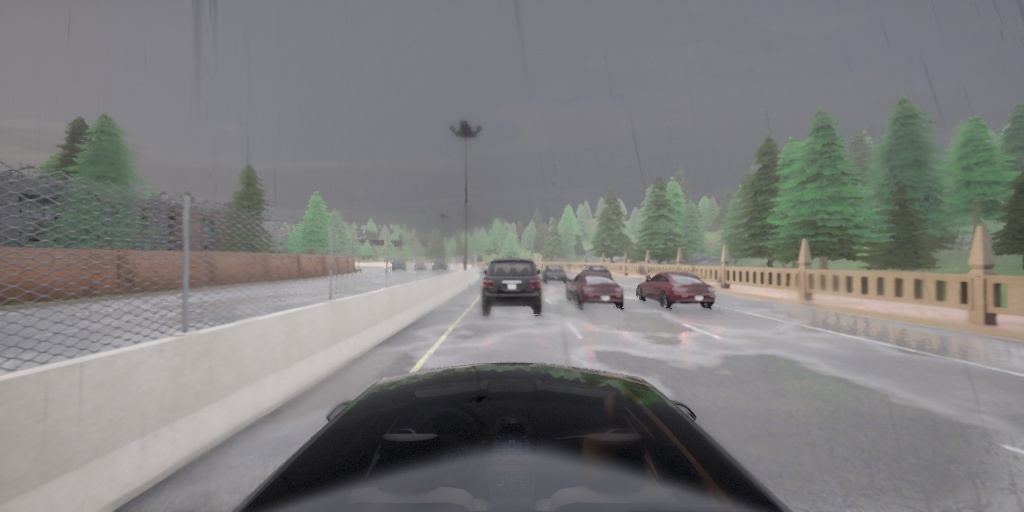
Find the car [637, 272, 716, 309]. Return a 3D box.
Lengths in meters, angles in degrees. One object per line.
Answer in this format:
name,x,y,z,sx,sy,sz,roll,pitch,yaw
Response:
car,7.026,1.426,15.724,1.812,1.442,4.674,0,0,0

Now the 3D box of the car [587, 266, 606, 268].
car,6.990,1.551,30.333,2.128,1.511,4.902,0,0,-1

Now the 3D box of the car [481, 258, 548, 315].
car,0.014,1.112,14.409,2.150,2.045,5.566,0,0,0

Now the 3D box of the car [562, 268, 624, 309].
car,3.527,1.426,15.725,1.812,1.442,4.674,0,0,0

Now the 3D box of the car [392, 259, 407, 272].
car,-19.118,1.610,60.987,2.150,2.045,5.566,0,-1,-18

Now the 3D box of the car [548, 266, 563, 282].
car,3.491,1.551,30.336,2.128,1.511,4.902,0,0,-1

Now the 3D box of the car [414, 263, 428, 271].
car,-15.730,1.902,61.813,1.837,1.490,4.892,0,-1,-18

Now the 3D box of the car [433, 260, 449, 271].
car,-12.744,1.643,64.003,2.150,2.045,5.566,0,-1,-19
